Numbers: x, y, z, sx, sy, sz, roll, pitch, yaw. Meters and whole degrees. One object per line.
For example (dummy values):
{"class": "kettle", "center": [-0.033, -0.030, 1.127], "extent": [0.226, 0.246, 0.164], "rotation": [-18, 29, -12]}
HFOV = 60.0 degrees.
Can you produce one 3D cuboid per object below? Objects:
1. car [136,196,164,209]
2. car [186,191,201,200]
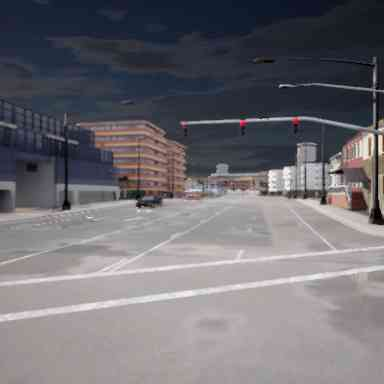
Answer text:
{"class": "car", "center": [-4.834, 1.159, 38.976], "extent": [2.033, 1.411, 5.357], "rotation": [0, 2, 13]}
{"class": "car", "center": [0.292, 0.608, 61.399], "extent": [2.097, 1.767, 4.553], "rotation": [0, 0, 13]}
